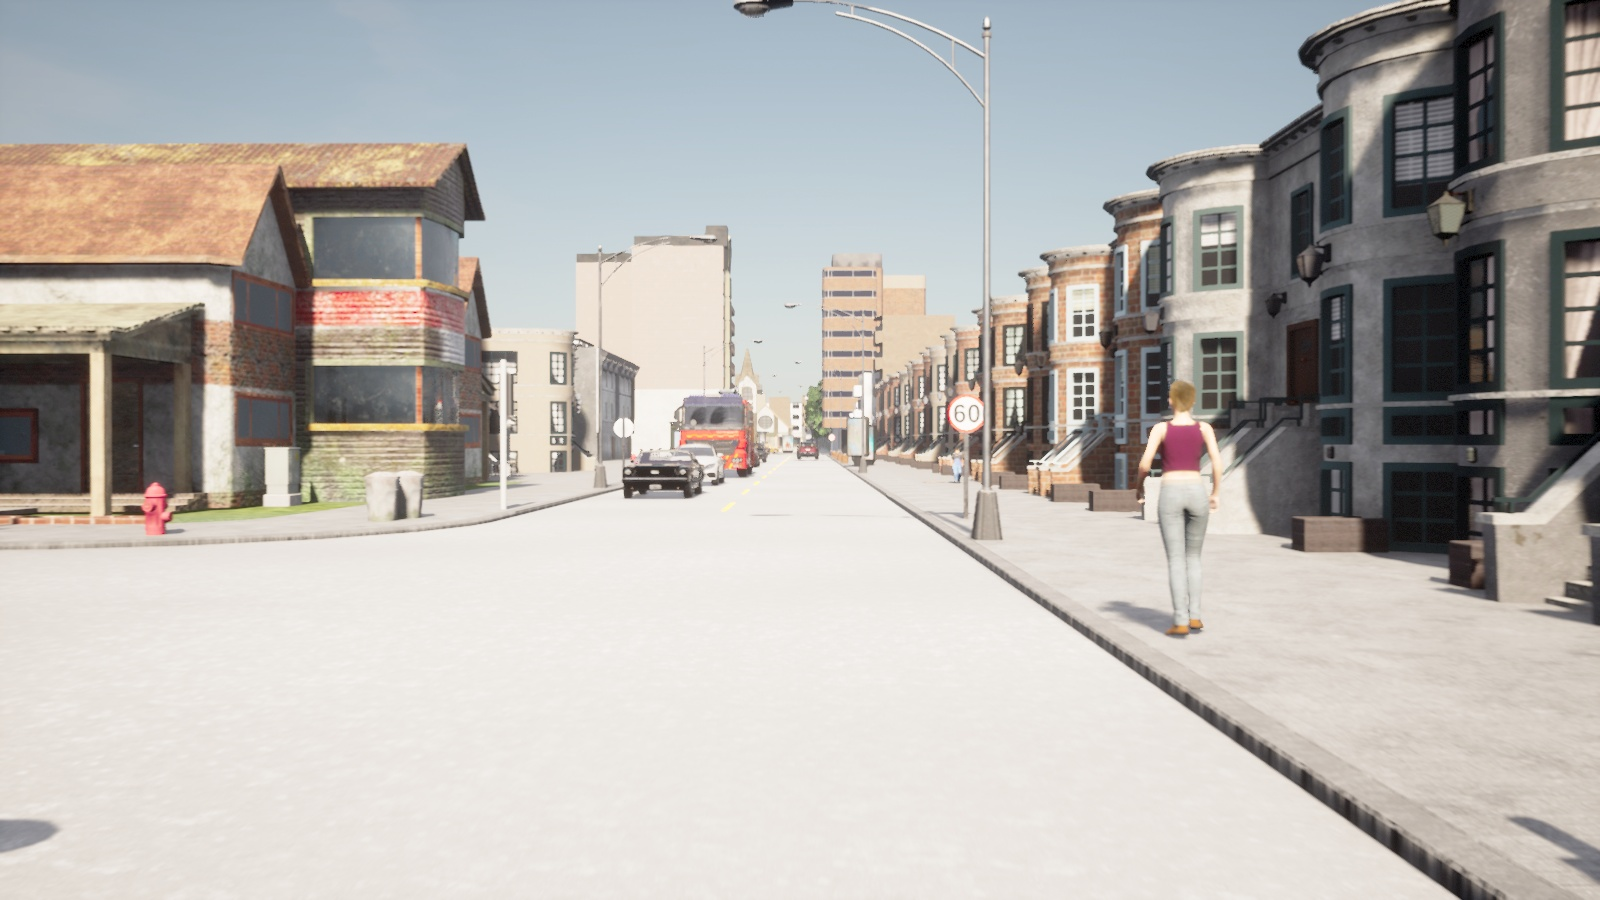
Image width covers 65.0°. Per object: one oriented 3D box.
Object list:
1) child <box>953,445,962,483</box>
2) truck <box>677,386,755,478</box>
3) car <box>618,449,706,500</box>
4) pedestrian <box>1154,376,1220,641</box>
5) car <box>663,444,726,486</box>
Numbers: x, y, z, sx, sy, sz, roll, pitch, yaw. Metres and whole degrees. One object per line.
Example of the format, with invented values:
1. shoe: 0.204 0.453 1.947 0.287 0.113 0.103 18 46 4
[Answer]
1. child: 5.322 0.477 42.425 0.270 1.263 0.437 0 0 0
2. truck: -3.639 -0.764 56.341 2.891 3.827 8.468 0 0 0
3. car: -3.773 0.631 35.005 1.895 1.301 4.718 0 0 1
4. pedestrian: 2.774 0.403 9.028 0.345 1.836 0.594 0 0 6
5. car: -3.714 0.496 44.798 1.812 1.442 4.674 0 0 0
